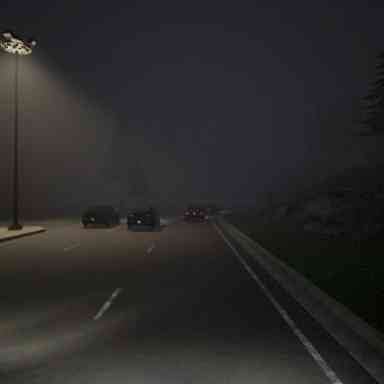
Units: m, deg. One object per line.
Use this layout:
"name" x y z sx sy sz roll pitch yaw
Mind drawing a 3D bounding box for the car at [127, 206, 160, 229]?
"car" -3.389 1.767 23.920 2.128 1.511 4.902 0 -1 1

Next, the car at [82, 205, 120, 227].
"car" -6.868 1.771 25.592 1.882 1.535 5.008 0 -1 1

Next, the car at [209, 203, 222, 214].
"car" 2.487 2.049 42.214 1.994 1.385 4.181 0 -1 15

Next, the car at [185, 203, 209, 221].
"car" 0.312 1.901 30.788 2.033 1.411 5.357 0 -1 3
